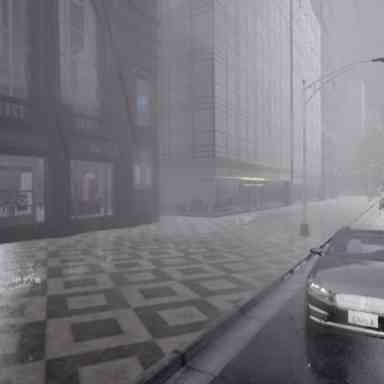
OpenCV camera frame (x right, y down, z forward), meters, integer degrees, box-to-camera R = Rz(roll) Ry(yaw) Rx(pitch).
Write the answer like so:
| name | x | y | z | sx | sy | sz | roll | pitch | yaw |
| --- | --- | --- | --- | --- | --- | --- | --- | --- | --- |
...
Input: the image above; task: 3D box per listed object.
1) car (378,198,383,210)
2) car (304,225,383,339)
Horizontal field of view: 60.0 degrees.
| name | x | y | z | sx | sy | sz | roll | pitch | yaw |
| --- | --- | --- | --- | --- | --- | --- | --- | --- | --- |
| car | 23.733 | 1.409 | 40.299 | 2.128 | 1.511 | 4.902 | 0 | 0 | 31 |
| car | 3.614 | 1.483 | 6.690 | 2.128 | 1.511 | 4.902 | 0 | 0 | 31 |
